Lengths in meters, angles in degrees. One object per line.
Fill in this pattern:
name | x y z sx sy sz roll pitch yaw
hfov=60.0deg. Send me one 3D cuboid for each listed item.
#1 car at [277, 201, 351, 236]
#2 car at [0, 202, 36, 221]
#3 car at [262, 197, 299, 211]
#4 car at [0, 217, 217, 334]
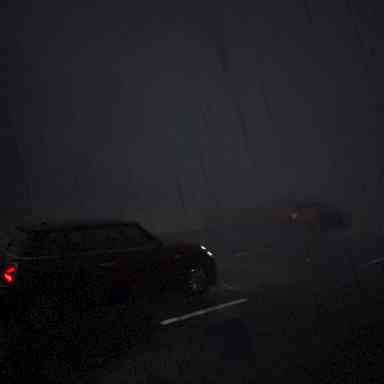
car | 6.880 1.298 18.313 4.553 1.767 2.097 0 0 -40
car | -15.868 1.581 27.161 5.357 1.411 2.033 0 0 -37
car | 10.831 1.376 40.436 5.008 1.535 1.882 0 0 -41
car | -1.648 1.351 7.035 4.553 1.767 2.097 0 0 -36
